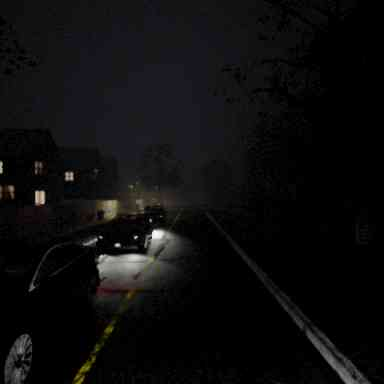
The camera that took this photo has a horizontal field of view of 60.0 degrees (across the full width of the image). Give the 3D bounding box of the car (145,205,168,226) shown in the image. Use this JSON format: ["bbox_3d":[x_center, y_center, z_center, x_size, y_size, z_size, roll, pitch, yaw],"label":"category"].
[{"bbox_3d":[-2.939,1.764,25.809,2.128,1.511,4.902,0,-1,0],"label":"car"}]

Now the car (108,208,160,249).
[{"bbox_3d":[-2.908,1.714,15.611,2.033,1.411,5.357,0,-1,0],"label":"car"}]

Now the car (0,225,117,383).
[{"bbox_3d":[-2.863,1.551,5.275,2.128,1.511,4.902,0,-1,0],"label":"car"}]
